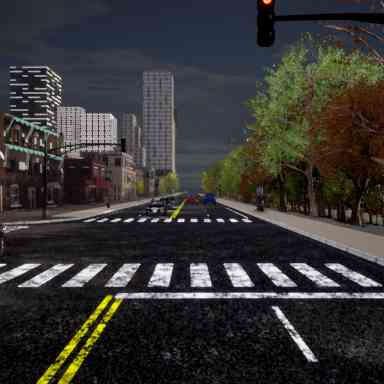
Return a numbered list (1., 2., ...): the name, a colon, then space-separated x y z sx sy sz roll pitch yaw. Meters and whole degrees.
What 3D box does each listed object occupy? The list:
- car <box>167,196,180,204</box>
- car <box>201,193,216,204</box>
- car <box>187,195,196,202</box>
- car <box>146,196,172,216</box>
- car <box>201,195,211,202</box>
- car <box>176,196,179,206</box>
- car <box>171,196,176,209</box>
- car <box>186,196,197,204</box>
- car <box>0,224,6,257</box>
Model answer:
1. car: -3.443 1.468 63.572 2.128 1.511 4.902 0 0 1
2. car: 3.204 1.200 61.326 2.150 2.045 5.566 0 0 0
3. car: -0.173 1.510 74.482 2.033 1.411 5.357 0 0 0
4. car: -3.422 1.481 32.992 2.128 1.511 4.902 0 0 0
5. car: 3.072 1.448 74.417 1.882 1.535 5.008 0 0 0
6. car: -3.456 1.486 53.181 1.837 1.490 4.892 0 0 0
7. car: -3.440 1.490 43.041 1.837 1.490 4.892 0 0 0
8. car: -0.050 1.540 63.038 1.994 1.385 4.181 0 0 0
9. car: -6.966 1.476 9.943 1.882 1.535 5.008 2 0 -20
